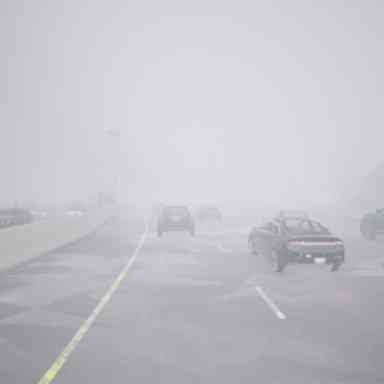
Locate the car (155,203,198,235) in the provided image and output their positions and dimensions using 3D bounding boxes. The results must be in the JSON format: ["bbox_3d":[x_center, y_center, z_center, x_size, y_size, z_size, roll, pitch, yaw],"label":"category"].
[{"bbox_3d":[-1.049,1.572,20.371,2.097,1.767,4.553,0,-1,-5],"label":"car"}]

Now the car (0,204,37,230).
[{"bbox_3d":[-11.960,1.776,21.849,1.837,1.490,4.892,0,-1,-7],"label":"car"}]

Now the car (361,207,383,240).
[{"bbox_3d":[9.975,1.349,15.033,2.150,2.045,5.566,0,-1,-4],"label":"car"}]

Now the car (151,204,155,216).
[{"bbox_3d":[-3.729,1.967,38.568,2.033,1.411,5.357,0,-1,-11],"label":"car"}]

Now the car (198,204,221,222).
[{"bbox_3d":[1.305,1.802,29.697,2.128,1.511,4.902,0,-1,-8],"label":"car"}]

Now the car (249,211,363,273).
[{"bbox_3d":[3.206,1.599,11.078,2.128,1.511,4.902,0,-1,-3],"label":"car"}]
